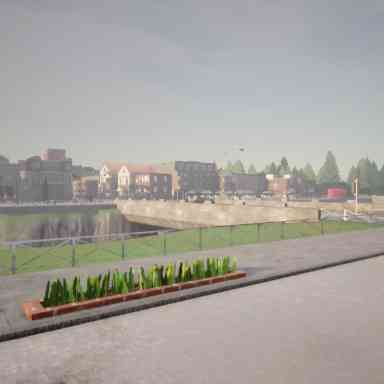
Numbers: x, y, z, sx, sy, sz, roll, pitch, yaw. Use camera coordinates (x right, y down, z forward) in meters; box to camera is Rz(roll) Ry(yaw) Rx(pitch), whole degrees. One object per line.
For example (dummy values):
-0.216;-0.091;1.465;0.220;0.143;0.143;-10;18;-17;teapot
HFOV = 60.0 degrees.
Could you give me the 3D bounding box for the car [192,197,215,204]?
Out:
1.957;1.526;55.318;1.812;1.442;4.674;0;0;-35;car
